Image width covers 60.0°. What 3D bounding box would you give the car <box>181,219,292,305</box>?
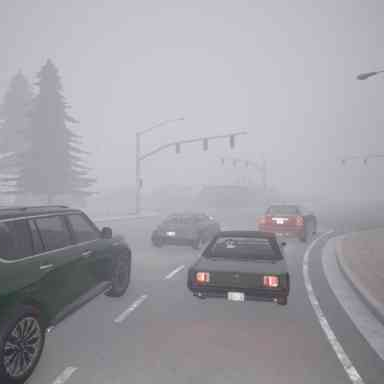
[{"bbox_3d":[1.336,1.588,8.142,1.895,1.301,4.718,0,0,14],"label":"car"}]

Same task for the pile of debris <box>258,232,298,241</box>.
[{"bbox_3d":[4.207,2.145,16.173,1.500,0.140,1.860,0,0,29],"label":"pile of debris"}]

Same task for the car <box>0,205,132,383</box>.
[{"bbox_3d":[-2.786,1.222,5.546,2.150,2.045,5.566,0,0,8],"label":"car"}]

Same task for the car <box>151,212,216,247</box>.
[{"bbox_3d":[-0.107,1.546,14.502,1.994,1.385,4.181,0,0,20],"label":"car"}]

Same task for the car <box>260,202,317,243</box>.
[{"bbox_3d":[4.826,1.320,16.413,2.097,1.767,4.553,0,0,27],"label":"car"}]

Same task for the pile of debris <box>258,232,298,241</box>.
[{"bbox_3d":[4.207,2.145,16.173,1.500,0.140,1.860,0,0,29],"label":"pile of debris"}]
